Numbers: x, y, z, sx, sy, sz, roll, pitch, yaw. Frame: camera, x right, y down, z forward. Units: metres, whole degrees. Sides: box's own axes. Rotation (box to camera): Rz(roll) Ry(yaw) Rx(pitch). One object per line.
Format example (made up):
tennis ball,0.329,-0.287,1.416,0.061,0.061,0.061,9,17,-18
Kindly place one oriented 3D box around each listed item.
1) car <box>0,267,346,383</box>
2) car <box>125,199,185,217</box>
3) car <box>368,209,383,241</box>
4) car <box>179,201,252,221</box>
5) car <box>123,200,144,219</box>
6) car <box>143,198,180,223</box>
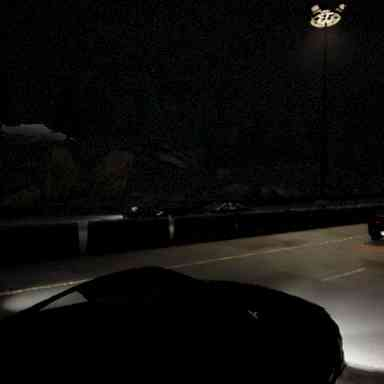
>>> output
car,-0.228,1.559,3.583,4.181,1.385,1.994,0,0,-35
car,-3.441,1.475,31.510,5.357,1.411,2.033,-1,0,-35
car,9.863,1.424,15.081,4.892,1.490,1.837,-1,0,-36
car,1.946,1.428,22.467,4.902,1.511,2.128,0,0,-35
car,-3.355,1.296,27.307,4.553,1.767,2.097,-1,0,-35
car,-0.779,1.418,24.835,5.008,1.535,1.882,0,0,-35
